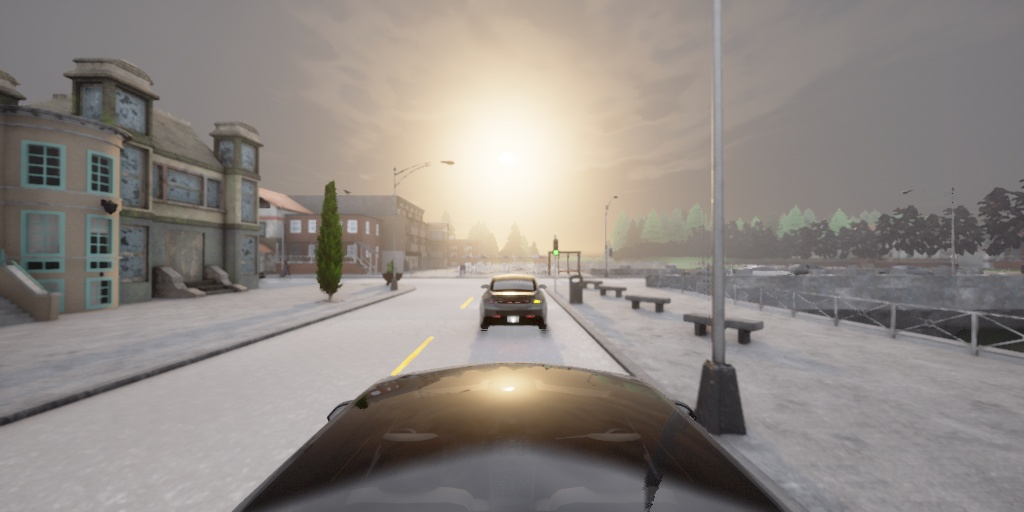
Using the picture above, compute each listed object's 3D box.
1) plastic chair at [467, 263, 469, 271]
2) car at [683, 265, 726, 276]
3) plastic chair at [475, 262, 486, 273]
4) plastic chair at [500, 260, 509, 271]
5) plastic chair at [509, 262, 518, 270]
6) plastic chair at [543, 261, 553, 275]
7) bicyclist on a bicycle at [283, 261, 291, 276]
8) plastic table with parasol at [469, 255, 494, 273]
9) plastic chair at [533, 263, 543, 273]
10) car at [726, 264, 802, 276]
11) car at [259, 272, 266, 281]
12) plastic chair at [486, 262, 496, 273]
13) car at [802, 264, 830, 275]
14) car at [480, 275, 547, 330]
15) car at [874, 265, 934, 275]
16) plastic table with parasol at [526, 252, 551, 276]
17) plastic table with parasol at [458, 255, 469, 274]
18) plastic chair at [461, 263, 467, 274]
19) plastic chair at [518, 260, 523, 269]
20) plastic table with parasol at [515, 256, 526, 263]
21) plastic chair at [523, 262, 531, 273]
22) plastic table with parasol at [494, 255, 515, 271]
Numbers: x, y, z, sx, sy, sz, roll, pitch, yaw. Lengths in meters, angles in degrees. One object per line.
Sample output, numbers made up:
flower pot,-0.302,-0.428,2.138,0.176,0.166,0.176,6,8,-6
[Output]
plastic chair,-5.543,1.660,50.128,0.730,1.272,0.750,0,0,0
car,18.656,1.568,34.230,4.181,1.385,1.994,0,0,0
plastic chair,-4.343,1.650,48.828,0.750,1.272,0.730,0,0,0
plastic chair,-1.241,1.704,55.827,0.750,1.272,0.730,0,0,0
plastic chair,0.159,1.713,56.926,0.730,1.272,0.750,0,0,0
plastic chair,4.857,1.651,49.125,0.730,1.272,0.750,0,0,0
bicyclist on a bicycle,-24.178,1.388,38.435,0.582,1.620,1.656,0,0,0
plastic table with parasol,-4.223,1.055,50.048,2.482,2.480,2.482,0,0,0
plastic chair,3.456,1.643,48.026,0.750,1.272,0.730,0,0,0
car,20.988,1.497,30.043,4.674,1.442,1.812,0,0,0
car,-23.455,1.574,30.035,4.718,1.301,1.895,0,0,0
plastic chair,-2.943,1.658,49.928,0.730,1.272,0.750,0,0,0
car,27.442,1.509,34.226,4.892,1.490,1.837,0,0,0
car,0.055,1.333,11.422,1.837,1.490,4.892,0,0,1
car,37.335,1.567,34.210,4.181,1.385,1.994,0,0,0
plastic table with parasol,3.597,1.049,49.296,2.482,2.480,2.482,0,0,0
plastic table with parasol,-7.111,1.107,56.639,2.482,2.480,2.482,0,0,0
plastic chair,-7.038,1.702,55.460,0.750,1.272,0.730,0,0,-1
plastic chair,1.065,1.764,63.458,0.750,1.272,0.730,0,0,-1
plastic table with parasol,1.181,1.169,64.636,2.482,2.480,2.482,0,0,0
plastic chair,2.257,1.653,49.326,0.730,1.272,0.750,0,0,0
plastic table with parasol,-1.191,1.110,57.027,2.482,2.480,2.482,0,0,0
